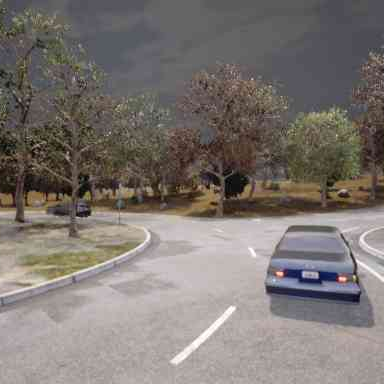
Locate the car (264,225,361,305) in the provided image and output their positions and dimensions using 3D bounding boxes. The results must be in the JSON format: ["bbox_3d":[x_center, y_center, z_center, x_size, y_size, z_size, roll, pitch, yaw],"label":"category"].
[{"bbox_3d":[3.037,1.549,8.359,2.033,1.411,5.357,0,0,21],"label":"car"}]

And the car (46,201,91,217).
[{"bbox_3d":[-11.558,1.530,31.242,4.181,1.385,1.994,0,0,21],"label":"car"}]
